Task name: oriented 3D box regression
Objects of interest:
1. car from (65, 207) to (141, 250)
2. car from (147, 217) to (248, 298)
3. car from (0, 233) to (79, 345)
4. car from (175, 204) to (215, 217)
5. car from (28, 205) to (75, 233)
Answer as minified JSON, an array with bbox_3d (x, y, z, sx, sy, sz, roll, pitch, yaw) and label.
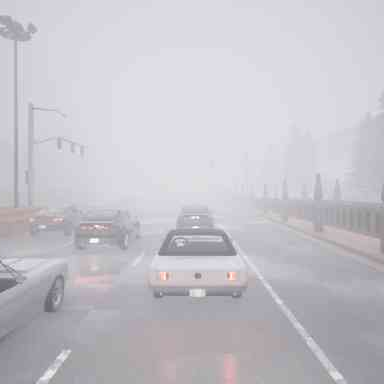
[{"bbox_3d":[-3.349,1.413,13.861,1.837,1.490,4.892,0,0,0],"label":"car"},{"bbox_3d":[0.123,1.550,8.326,1.895,1.301,4.718,0,0,0],"label":"car"},{"bbox_3d":[-3.389,1.577,4.634,1.895,1.301,4.718,0,0,0],"label":"car"},{"bbox_3d":[0.171,1.386,17.586,1.837,1.490,4.892,0,0,0],"label":"car"},{"bbox_3d":[-6.858,1.408,17.487,1.812,1.442,4.674,0,0,-1],"label":"car"}]
